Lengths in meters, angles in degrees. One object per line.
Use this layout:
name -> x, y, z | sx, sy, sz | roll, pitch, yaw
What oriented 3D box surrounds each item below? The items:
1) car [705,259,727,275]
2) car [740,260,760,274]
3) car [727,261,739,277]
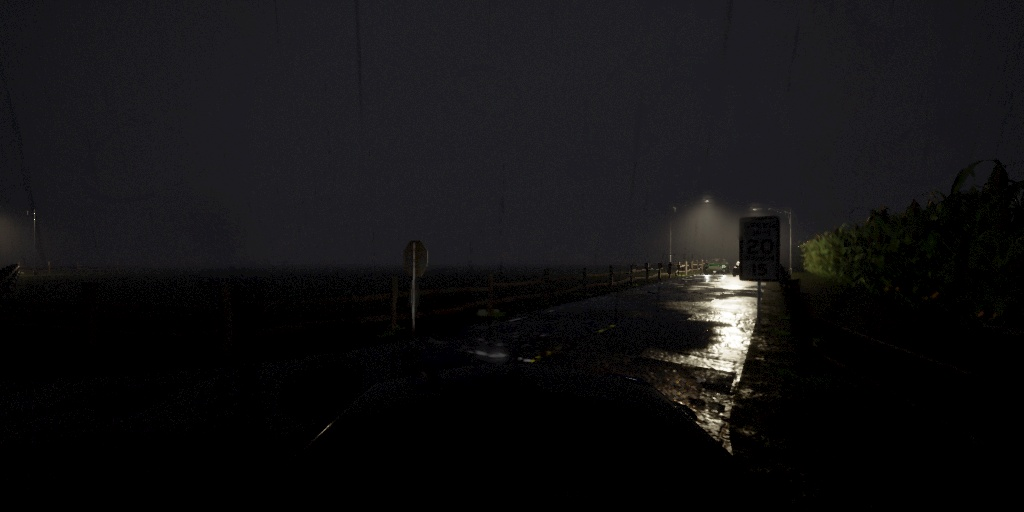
car -> 22.948, 1.105, 40.031 | 2.097, 1.767, 4.553 | 0, 0, 36
car -> 28.963, 1.298, 43.603 | 1.812, 1.442, 4.674 | 0, 0, 36
car -> 22.843, 1.257, 35.135 | 2.128, 1.511, 4.902 | 0, 0, 37
